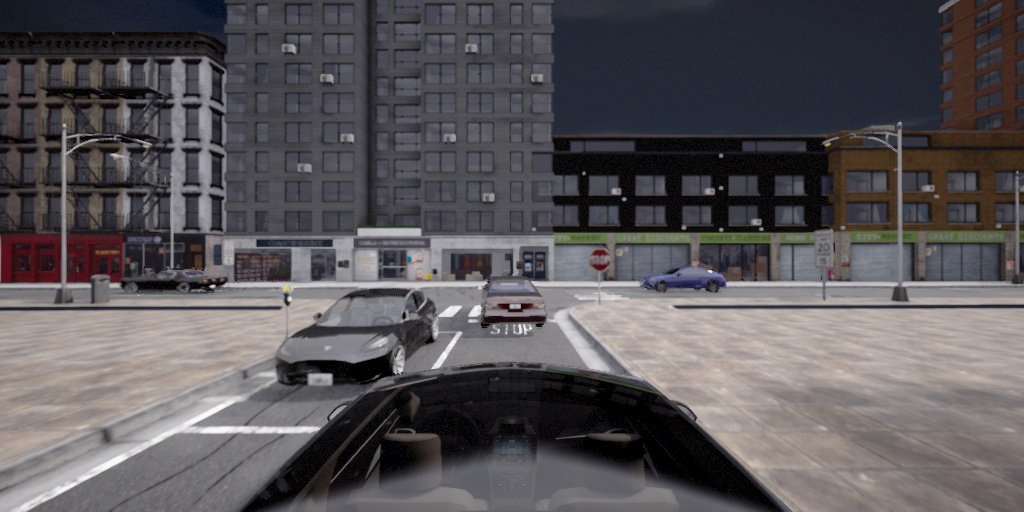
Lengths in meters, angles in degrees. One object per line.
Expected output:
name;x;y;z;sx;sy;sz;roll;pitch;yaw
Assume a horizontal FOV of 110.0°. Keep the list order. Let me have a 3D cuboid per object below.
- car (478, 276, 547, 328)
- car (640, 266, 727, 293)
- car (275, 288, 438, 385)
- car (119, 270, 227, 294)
car;-0.116;1.341;11.627;2.033;1.411;5.357;0;0;-5
car;9.795;1.328;20.660;4.674;1.442;1.812;0;0;0
car;-2.638;1.339;7.109;1.948;1.339;4.313;0;0;0
car;-19.457;1.473;20.668;4.718;1.301;1.895;0;0;0
